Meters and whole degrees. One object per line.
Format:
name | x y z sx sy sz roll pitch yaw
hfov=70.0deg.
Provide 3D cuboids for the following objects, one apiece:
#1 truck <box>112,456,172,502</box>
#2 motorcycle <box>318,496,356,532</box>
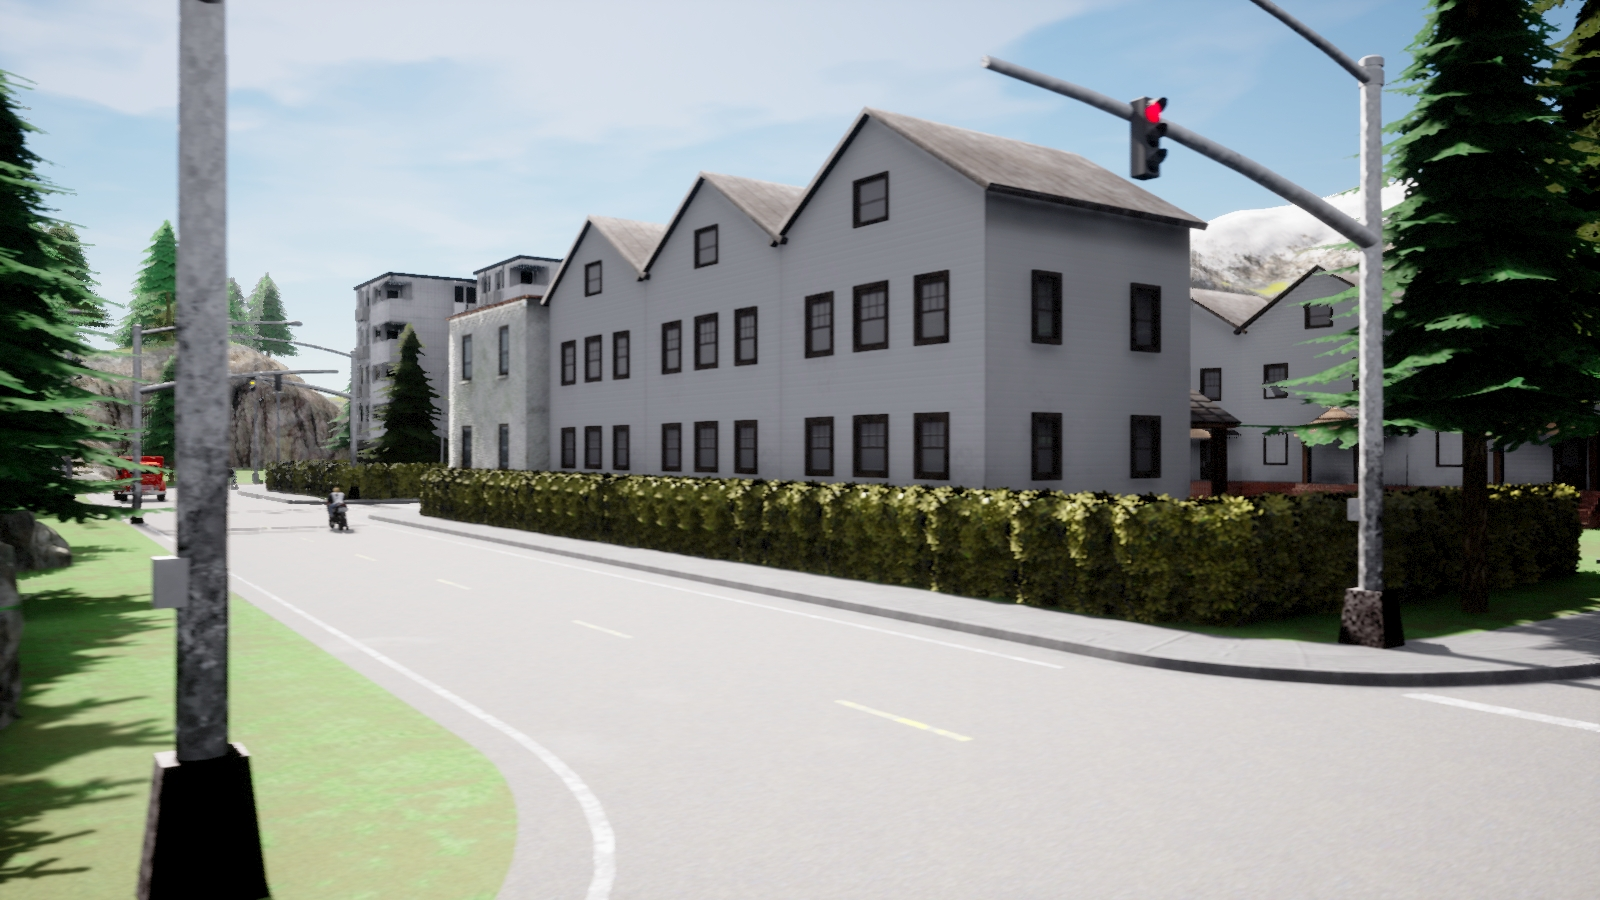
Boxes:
truck | -37.139 1.592 64.412 2.627 2.467 5.204 0 0 -33
motorcycle | -16.251 2.223 40.070 0.803 1.145 2.033 0 0 -35
